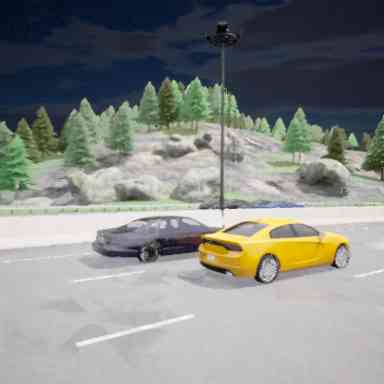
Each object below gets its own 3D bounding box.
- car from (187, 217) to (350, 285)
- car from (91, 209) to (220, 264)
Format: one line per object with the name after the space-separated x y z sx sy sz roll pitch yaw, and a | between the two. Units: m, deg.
2.545 1.487 9.615 5.008 1.535 1.882 0 0 -33 | car
-0.688 1.532 11.714 5.357 1.411 2.033 0 0 -34 | car
